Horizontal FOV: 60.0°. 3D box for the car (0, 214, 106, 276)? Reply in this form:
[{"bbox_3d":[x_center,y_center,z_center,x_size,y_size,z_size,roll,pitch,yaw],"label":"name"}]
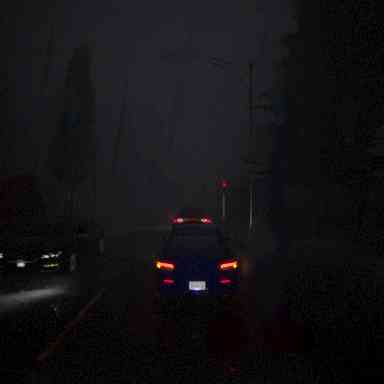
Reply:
[{"bbox_3d":[-4.084,1.506,10.391,1.837,1.490,4.892,0,0,0],"label":"car"}]

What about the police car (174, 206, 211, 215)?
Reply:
[{"bbox_3d":[0.017,1.504,17.619,2.038,1.542,4.974,0,0,0],"label":"police car"}]

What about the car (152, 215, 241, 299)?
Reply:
[{"bbox_3d":[0.095,1.526,8.300,1.812,1.442,4.674,0,0,0],"label":"car"}]
